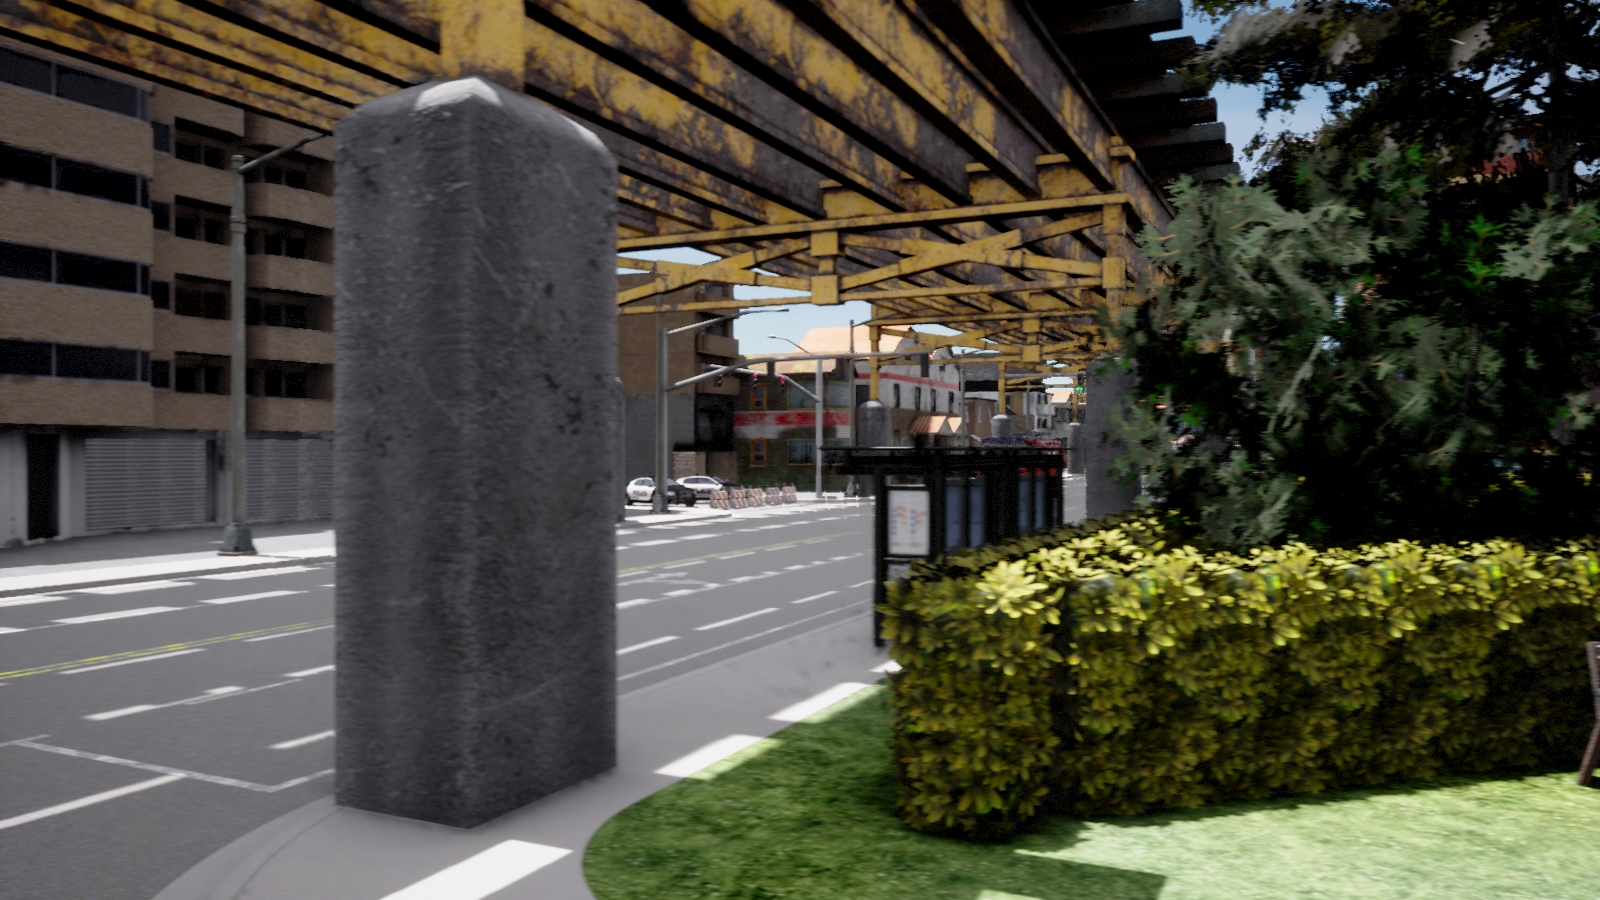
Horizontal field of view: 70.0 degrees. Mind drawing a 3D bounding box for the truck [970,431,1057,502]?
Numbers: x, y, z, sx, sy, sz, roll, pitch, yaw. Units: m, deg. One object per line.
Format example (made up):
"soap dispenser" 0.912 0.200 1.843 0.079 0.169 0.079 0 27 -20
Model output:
"truck" 12.441 0.883 65.844 2.891 3.827 8.468 0 0 25
